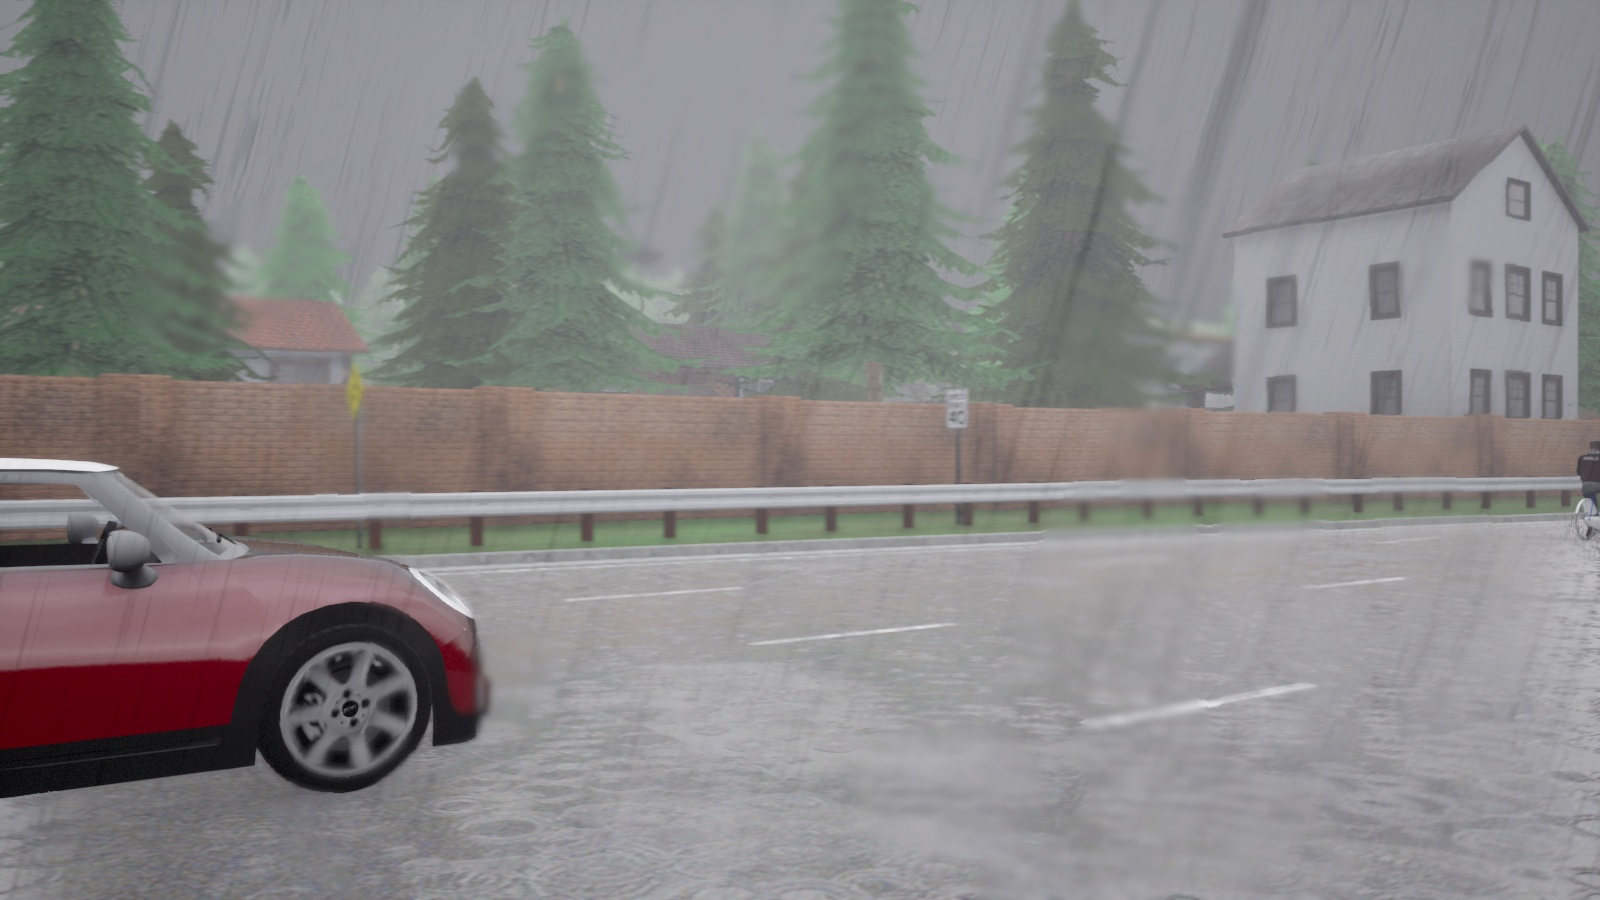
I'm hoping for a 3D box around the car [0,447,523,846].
[{"bbox_3d":[-3.407,0.731,5.540,3.806,1.475,1.970,0,0,-35],"label":"car"}]

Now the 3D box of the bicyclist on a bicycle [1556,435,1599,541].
[{"bbox_3d":[13.989,0.640,21.925,1.843,1.776,0.659,0,0,-35],"label":"bicyclist on a bicycle"}]
